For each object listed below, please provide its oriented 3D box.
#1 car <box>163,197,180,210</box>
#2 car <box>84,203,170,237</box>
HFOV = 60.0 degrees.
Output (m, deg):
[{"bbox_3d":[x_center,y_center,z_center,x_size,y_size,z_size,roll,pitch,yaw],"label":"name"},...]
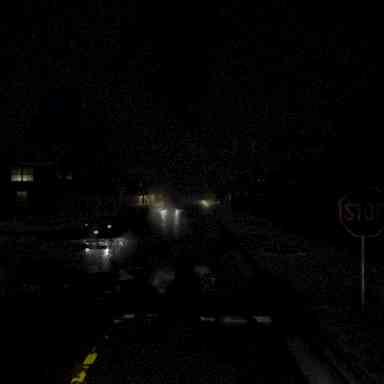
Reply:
[{"bbox_3d":[-2.676,1.481,43.365,1.837,1.490,4.892,0,0,0],"label":"car"},{"bbox_3d":[-3.562,1.553,18.599,2.033,1.411,5.357,0,0,25],"label":"car"}]
